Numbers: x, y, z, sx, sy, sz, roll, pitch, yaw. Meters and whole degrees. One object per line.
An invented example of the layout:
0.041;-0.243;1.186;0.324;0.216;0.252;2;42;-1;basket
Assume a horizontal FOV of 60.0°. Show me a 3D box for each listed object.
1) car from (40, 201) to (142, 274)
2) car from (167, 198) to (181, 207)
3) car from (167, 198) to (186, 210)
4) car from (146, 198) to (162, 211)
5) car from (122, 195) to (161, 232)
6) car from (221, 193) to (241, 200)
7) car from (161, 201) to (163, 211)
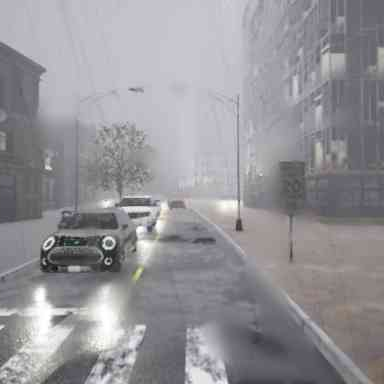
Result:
-3.025;1.345;10.644;2.097;1.767;4.553;0;0;-1;car
-2.875;1.559;52.394;1.895;1.301;4.718;0;0;-7;car
-1.867;1.446;42.000;1.882;1.535;5.008;0;0;-5;car
-4.571;1.493;40.467;1.812;1.442;4.674;0;0;-4;car
-3.335;1.207;20.429;2.150;2.045;5.566;0;0;-2;car
9.575;1.131;82.547;5.009;1.841;2.192;0;-1;11;car
-3.820;1.578;30.653;1.895;1.301;4.718;0;0;-3;car
